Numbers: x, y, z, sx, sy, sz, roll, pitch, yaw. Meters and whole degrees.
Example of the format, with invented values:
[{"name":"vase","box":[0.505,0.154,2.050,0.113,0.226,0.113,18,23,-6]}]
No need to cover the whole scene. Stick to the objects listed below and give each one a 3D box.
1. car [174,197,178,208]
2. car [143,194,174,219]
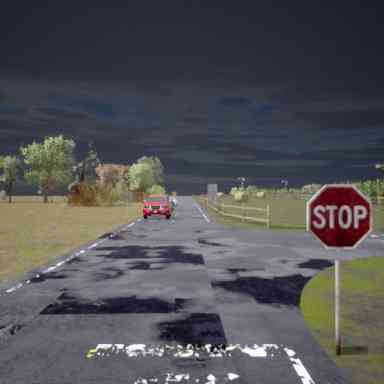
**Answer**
[{"name":"car","box":[-3.133,1.525,40.539,2.128,1.511,4.902,0,0,-1]},{"name":"car","box":[-2.992,1.240,29.499,2.150,2.045,5.566,0,0,-1]}]
